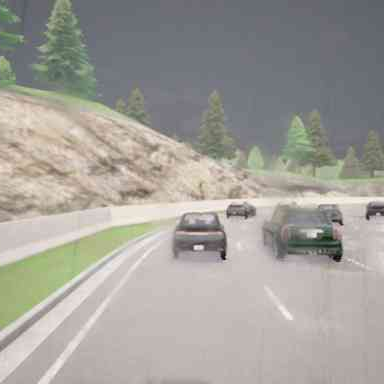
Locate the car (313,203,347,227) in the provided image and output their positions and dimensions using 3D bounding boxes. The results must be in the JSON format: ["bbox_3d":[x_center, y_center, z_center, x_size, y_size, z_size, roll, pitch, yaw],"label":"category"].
[{"bbox_3d":[9.997,1.587,24.311,2.033,1.411,5.357,0,0,21],"label":"car"}]

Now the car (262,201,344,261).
[{"bbox_3d":[3.948,1.374,12.615,2.097,1.767,4.553,0,0,5],"label":"car"}]

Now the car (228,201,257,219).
[{"bbox_3d":[4.464,1.540,29.394,2.128,1.511,4.902,0,0,23],"label":"car"}]

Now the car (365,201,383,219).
[{"bbox_3d":[16.305,1.553,29.048,1.837,1.490,4.892,-1,0,30],"label":"car"}]

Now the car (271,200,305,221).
[{"bbox_3d":[8.527,1.540,29.275,2.128,1.511,4.902,0,0,26],"label":"car"}]

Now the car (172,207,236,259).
[{"bbox_3d":[0.330,1.513,12.726,2.128,1.511,4.902,0,0,3],"label":"car"}]
